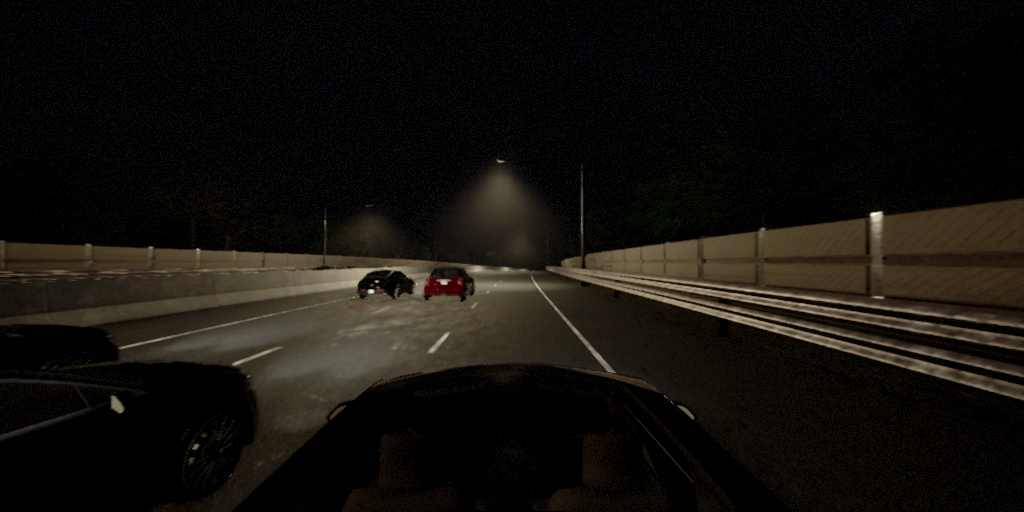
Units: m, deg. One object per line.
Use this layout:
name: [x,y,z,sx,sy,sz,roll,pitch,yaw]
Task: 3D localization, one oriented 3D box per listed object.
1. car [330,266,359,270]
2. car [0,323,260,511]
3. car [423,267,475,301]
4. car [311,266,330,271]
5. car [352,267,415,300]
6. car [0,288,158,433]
car: [-20.262,1.993,45.128,2.128,1.511,4.902,0,-1,3]
car: [-3.393,1.236,1.546,2.128,1.511,4.902,0,-1,0]
car: [-3.257,1.360,19.399,2.097,1.767,4.553,0,-1,1]
car: [-23.753,2.008,45.435,1.837,1.490,4.892,0,-1,3]
car: [-6.753,1.514,19.701,1.837,1.490,4.892,0,-1,1]
car: [-6.891,1.250,3.438,2.128,1.511,4.902,0,-1,0]
